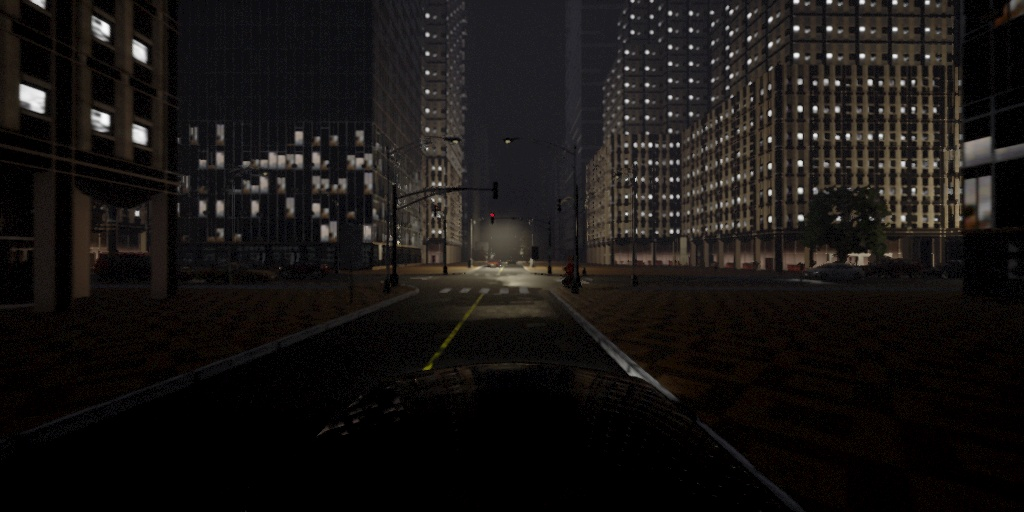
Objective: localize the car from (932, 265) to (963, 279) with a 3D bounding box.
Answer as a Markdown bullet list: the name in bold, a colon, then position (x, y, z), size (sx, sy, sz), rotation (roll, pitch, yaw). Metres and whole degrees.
- **car**: position (41.654, 1.478, 34.215), size (4.313, 1.339, 1.948), rotation (0, 0, -1)

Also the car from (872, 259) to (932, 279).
- **car**: position (35.957, 1.207, 34.119), size (5.009, 1.841, 2.192), rotation (0, 0, -1)

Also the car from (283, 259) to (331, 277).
- **car**: position (-19.223, 1.075, 33.324), size (4.097, 1.591, 1.967), rotation (0, 0, -1)

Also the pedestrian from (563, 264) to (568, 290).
- **pedestrian**: position (2.990, 1.150, 19.665), size (0.375, 1.300, 0.375), rotation (0, 0, 0)

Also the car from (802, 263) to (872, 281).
- **car**: position (28.071, 1.381, 31.399), size (4.674, 1.442, 1.812), rotation (0, 0, -1)

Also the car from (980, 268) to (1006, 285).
- **car**: position (36.267, 1.396, 25.743), size (4.829, 1.417, 1.751), rotation (0, 0, -1)

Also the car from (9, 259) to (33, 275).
- **car**: position (-41.919, 0.809, 32.814), size (5.009, 1.841, 2.192), rotation (0, 0, -1)

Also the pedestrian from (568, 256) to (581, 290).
- **pedestrian**: position (3.336, 0.872, 19.066), size (0.375, 1.860, 0.375), rotation (0, 0, 0)

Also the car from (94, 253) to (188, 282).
- **car**: position (-24.757, 0.895, 24.620), size (5.009, 1.841, 2.192), rotation (0, 0, -1)

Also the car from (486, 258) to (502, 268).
- **car**: position (-3.063, 1.206, 59.332), size (1.812, 1.442, 4.674), rotation (0, 0, 1)

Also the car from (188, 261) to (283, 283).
- **car**: position (-18.909, 1.139, 24.688), size (4.829, 1.417, 1.751), rotation (0, 0, -1)

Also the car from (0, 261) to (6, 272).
- **car**: position (-47.762, 0.983, 32.716), size (4.829, 1.417, 1.751), rotation (0, 0, -1)
